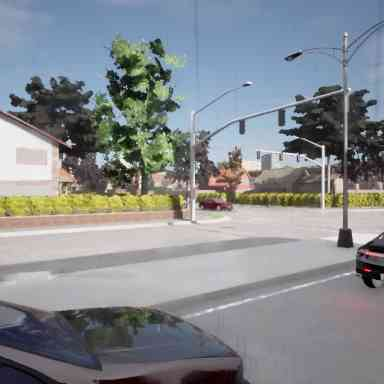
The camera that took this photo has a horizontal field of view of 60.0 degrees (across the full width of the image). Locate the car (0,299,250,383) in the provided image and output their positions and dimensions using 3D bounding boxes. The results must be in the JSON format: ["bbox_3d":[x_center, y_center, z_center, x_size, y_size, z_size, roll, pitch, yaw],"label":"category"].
[{"bbox_3d":[-2.055,1.547,2.282,5.357,1.411,2.033,0,0,-35],"label":"car"}]

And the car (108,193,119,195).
[{"bbox_3d":[-14.818,1.221,64.621,2.150,2.045,5.566,0,0,-35],"label":"car"}]

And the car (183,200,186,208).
[{"bbox_3d":[-2.564,1.352,47.681,2.097,1.767,4.553,0,0,-36],"label":"car"}]

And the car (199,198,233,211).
[{"bbox_3d":[2.852,1.478,40.240,1.882,1.535,5.008,0,0,-36],"label":"car"}]

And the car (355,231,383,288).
[{"bbox_3d":[5.859,1.492,7.972,4.902,1.511,2.128,0,0,-35],"label":"car"}]
